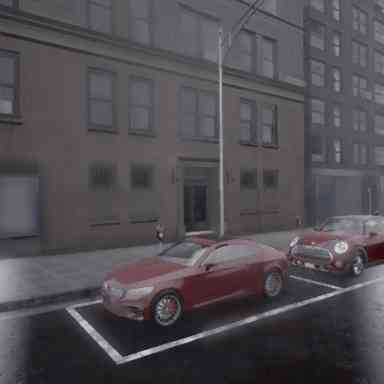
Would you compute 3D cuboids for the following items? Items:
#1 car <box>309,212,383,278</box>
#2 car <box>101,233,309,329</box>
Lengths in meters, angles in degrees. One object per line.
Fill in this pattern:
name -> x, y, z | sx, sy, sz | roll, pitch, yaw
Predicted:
car -> 4.756, 1.432, 10.053 | 4.097, 1.590, 1.967 | 0, -1, -35
car -> 0.275, 1.578, 6.855 | 4.206, 1.307, 1.802 | 0, -1, -35
